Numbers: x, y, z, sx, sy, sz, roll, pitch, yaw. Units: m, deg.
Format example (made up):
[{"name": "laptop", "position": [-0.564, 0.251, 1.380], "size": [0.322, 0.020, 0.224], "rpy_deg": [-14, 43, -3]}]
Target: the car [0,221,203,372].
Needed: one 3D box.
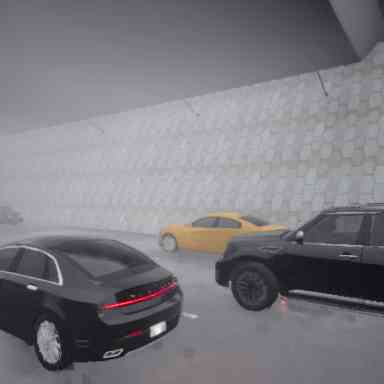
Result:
[{"name": "car", "position": [-2.400, 1.509, 5.710], "size": [4.892, 1.490, 1.837], "rpy_deg": [0, 0, 36]}]

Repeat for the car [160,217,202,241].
[{"name": "car", "position": [1.021, 1.481, 11.869], "size": [5.008, 1.535, 1.882], "rpy_deg": [0, 0, 36]}]

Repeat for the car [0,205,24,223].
[{"name": "car", "position": [-13.338, 1.563, 22.130], "size": [5.357, 1.411, 2.033], "rpy_deg": [0, 0, 36]}]

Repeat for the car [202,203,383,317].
[{"name": "car", "position": [3.150, 1.220, 6.044], "size": [5.566, 2.045, 2.150], "rpy_deg": [0, 0, 36]}]
